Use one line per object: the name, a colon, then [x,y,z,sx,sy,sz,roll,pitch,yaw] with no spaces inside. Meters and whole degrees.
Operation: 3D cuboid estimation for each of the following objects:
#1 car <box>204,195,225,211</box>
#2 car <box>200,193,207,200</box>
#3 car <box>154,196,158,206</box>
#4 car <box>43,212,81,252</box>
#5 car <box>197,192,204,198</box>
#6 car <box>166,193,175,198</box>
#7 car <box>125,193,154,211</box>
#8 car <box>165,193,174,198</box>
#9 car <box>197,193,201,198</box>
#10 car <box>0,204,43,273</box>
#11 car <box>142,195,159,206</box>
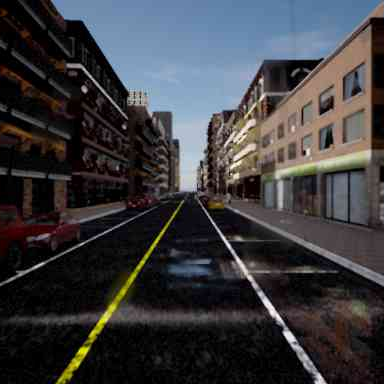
car: [2.594,1.255,36.002,1.752,1.417,4.829,0,0,0]
car: [2.564,1.191,47.104,1.887,1.381,4.507,0,0,0]
car: [-5.801,1.132,41.448,1.967,1.590,4.097,0,0,0]
car: [-5.724,1.485,13.269,1.802,1.307,4.206,0,0,0]
car: [2.440,0.826,92.362,1.752,1.417,4.829,0,0,0]
car: [-5.941,0.856,92.174,2.008,1.369,4.403,0,0,0]
car: [-5.785,1.050,35.811,2.192,1.841,5.009,0,0,0]
car: [-5.925,0.900,86.537,2.008,1.369,4.403,0,0,0]
car: [2.502,1.026,69.648,2.008,1.369,4.403,0,0,0]
car: [-5.707,1.260,7.631,2.192,1.841,5.009,0,0,0]
car: [-5.817,1.194,47.086,1.887,1.381,4.507,0,0,0]
